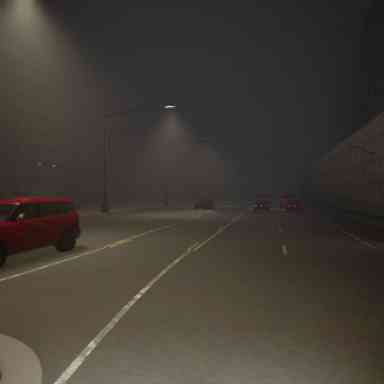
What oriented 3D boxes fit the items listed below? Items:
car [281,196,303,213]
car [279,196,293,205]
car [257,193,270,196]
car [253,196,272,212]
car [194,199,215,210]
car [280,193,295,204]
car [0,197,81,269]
[{"bbox_3d":[11.528,1.544,37.671,2.033,1.411,5.357,0,0,14],"label":"car"},{"bbox_3d":[16.398,1.486,58.112,2.128,1.511,4.902,0,0,14],"label":"car"},{"bbox_3d":[10.546,1.217,48.871,2.150,2.045,5.566,0,0,14],"label":"car"},{"bbox_3d":[8.139,1.544,38.595,2.033,1.411,5.357,0,0,14],"label":"car"},{"bbox_3d":[1.645,1.544,42.286,2.033,1.411,5.357,0,0,14],"label":"car"},{"bbox_3d":[13.947,1.217,48.043,2.150,2.045,5.566,0,0,14],"label":"car"},{"bbox_3d":[-6.034,1.220,11.217,2.150,2.045,5.566,0,0,16],"label":"car"}]
